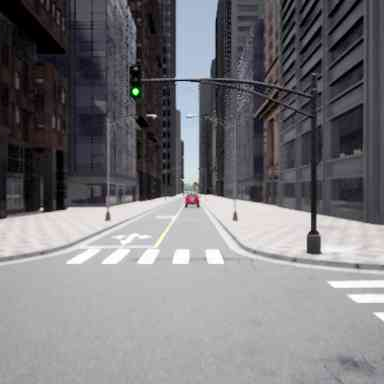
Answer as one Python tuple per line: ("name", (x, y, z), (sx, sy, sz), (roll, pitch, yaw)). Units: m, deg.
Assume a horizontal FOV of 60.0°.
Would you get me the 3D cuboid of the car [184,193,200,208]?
("car", (0.040, 1.235, 49.311), (2.150, 2.045, 5.566), (0, 0, 0))
